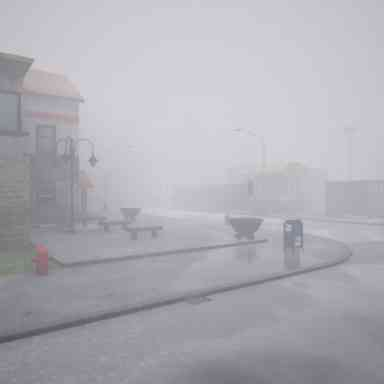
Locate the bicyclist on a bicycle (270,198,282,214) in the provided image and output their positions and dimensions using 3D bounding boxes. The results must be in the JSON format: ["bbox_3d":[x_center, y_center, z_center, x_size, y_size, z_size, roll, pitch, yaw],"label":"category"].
[{"bbox_3d":[8.091,1.349,32.036,1.656,1.620,0.582,0,0,-35],"label":"bicyclist on a bicycle"}]
